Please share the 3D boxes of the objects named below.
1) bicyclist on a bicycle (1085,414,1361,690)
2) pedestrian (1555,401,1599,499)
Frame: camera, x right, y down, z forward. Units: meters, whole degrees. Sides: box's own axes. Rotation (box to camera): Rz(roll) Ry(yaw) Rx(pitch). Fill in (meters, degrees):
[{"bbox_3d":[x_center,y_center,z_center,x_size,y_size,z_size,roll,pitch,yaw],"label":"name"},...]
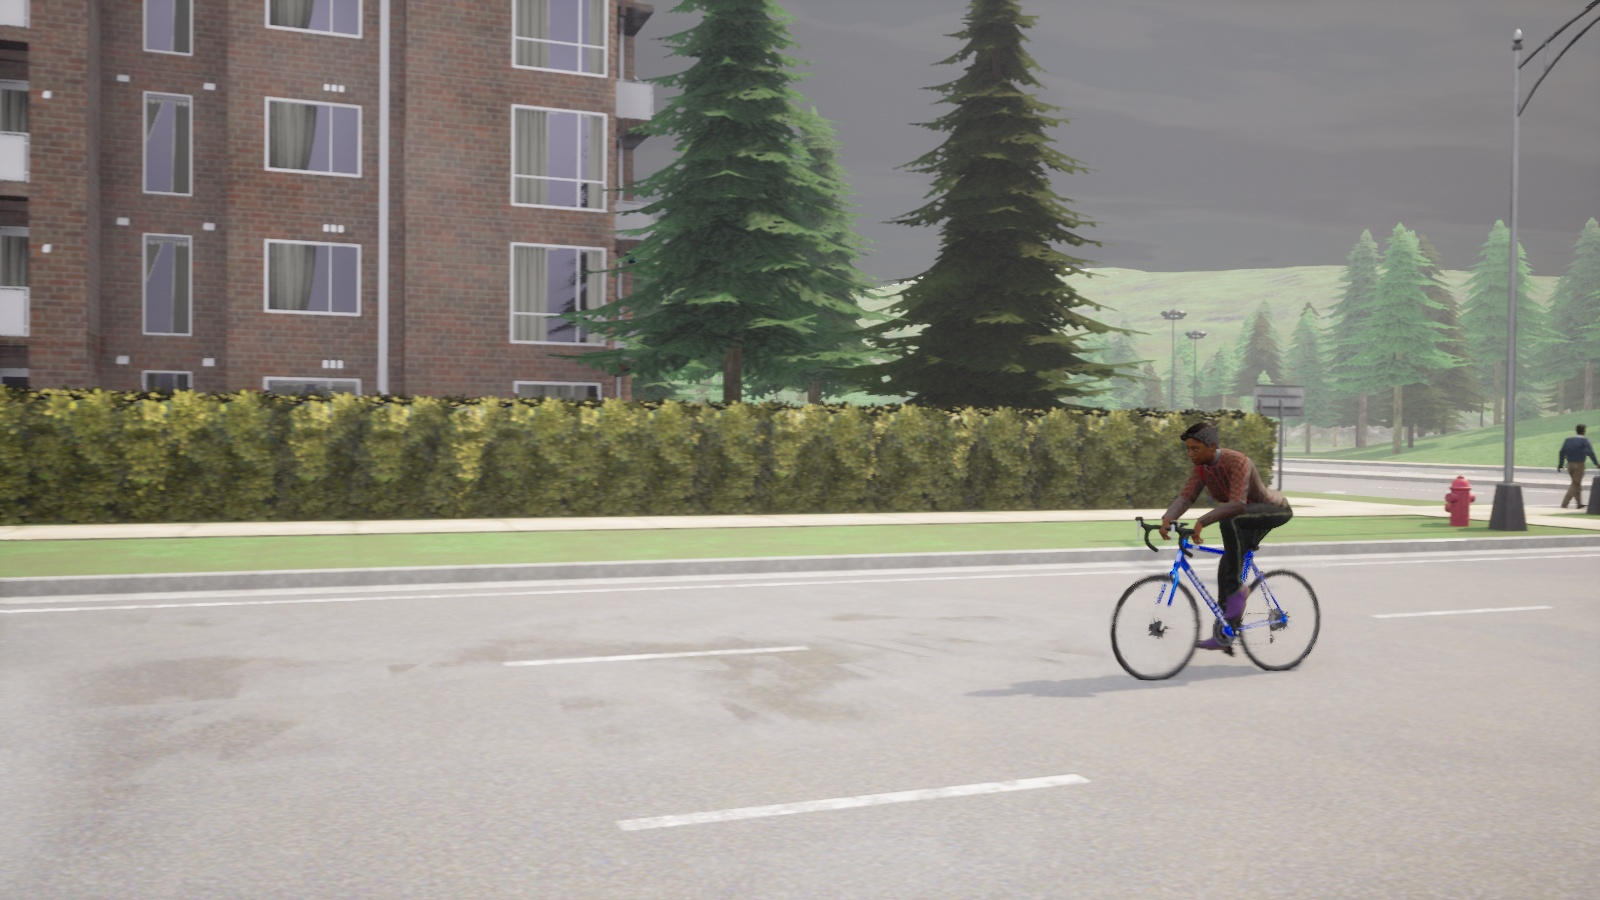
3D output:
[{"bbox_3d":[2.700,0.593,8.007,1.656,1.620,0.582,-1,1,-21],"label":"bicyclist on a bicycle"},{"bbox_3d":[15.814,-0.007,25.512,0.788,1.949,0.423,-1,1,-21],"label":"pedestrian"}]
